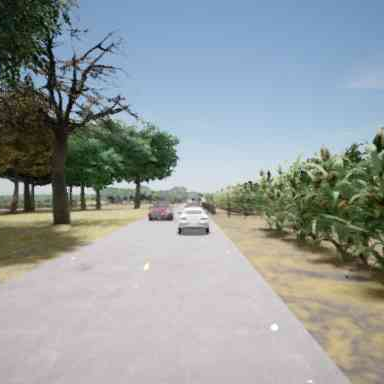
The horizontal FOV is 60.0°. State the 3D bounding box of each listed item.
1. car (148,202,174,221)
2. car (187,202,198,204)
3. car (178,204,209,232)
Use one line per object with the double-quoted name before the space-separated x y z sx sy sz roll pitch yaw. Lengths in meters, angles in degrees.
"car" -2.756 1.666 30.299 2.097 1.767 4.553 0 -1 0
"car" 0.091 1.967 38.932 1.837 1.490 4.892 0 -1 0
"car" 0.096 1.686 20.963 1.812 1.442 4.674 0 -1 0
